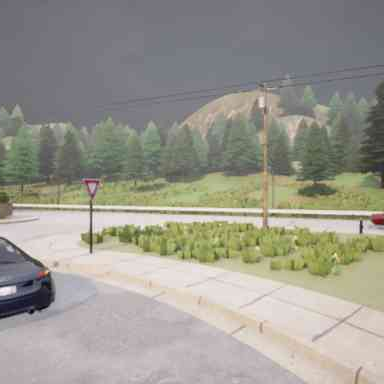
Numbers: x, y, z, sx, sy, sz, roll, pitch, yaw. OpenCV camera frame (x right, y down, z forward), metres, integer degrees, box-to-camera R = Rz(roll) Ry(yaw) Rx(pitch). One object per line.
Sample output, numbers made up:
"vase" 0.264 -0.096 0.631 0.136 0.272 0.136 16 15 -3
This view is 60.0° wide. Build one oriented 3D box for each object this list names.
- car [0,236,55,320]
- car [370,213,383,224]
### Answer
"car" -4.529 1.574 6.702 4.181 1.385 1.994 0 0 41
"car" 13.341 1.614 19.905 4.718 1.301 1.895 0 0 26
